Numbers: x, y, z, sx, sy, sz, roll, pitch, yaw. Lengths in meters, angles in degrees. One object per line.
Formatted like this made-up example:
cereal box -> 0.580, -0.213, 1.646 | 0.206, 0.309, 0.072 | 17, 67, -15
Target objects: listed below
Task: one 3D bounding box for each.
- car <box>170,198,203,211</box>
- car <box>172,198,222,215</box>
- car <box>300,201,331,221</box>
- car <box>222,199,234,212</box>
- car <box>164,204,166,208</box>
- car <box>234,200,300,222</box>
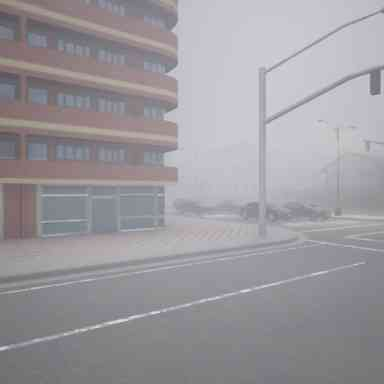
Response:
car -> -0.809, 1.505, 42.619 | 1.837, 1.490, 4.892 | 0, 0, -35
car -> 0.351, 1.545, 34.762 | 2.033, 1.411, 5.357 | 0, 0, -34
car -> 9.310, 1.526, 27.939 | 1.812, 1.442, 4.674 | 0, 0, -34
car -> 4.375, 1.526, 35.109 | 1.812, 1.442, 4.674 | 0, 0, -34
car -> -5.368, 1.547, 43.068 | 2.033, 1.411, 5.357 | 0, 0, -34
car -> 5.875, 1.505, 26.734 | 1.837, 1.490, 4.892 | 0, 0, -34
